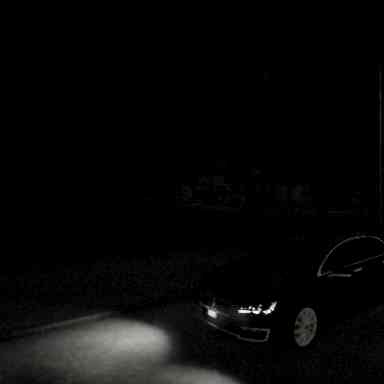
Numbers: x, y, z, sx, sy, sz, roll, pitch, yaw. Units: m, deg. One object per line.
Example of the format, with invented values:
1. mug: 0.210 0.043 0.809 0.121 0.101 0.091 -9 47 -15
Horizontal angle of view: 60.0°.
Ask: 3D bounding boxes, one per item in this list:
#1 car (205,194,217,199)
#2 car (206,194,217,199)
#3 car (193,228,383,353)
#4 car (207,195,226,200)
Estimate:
1. car: 5.448 1.249 94.126 1.845 1.501 3.633 0 0 -24
2. car: 6.739 1.338 91.644 4.536 1.218 1.853 0 0 -5
3. car: 2.272 1.490 6.215 4.892 1.490 1.837 -1 0 -35
4. car: 6.791 1.496 91.649 4.974 1.542 2.038 0 0 -5
